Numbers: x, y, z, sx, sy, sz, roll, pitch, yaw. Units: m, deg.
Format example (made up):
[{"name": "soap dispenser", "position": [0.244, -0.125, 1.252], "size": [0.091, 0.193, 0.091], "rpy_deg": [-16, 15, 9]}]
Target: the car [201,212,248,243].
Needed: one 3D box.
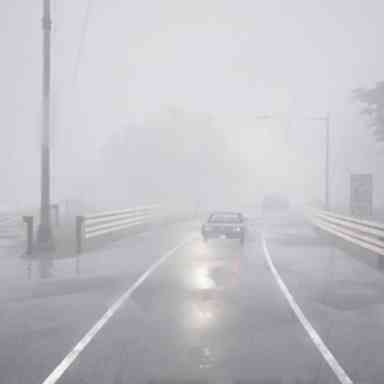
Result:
[{"name": "car", "position": [1.736, 1.606, 16.224], "size": [1.895, 1.301, 4.718], "rpy_deg": [0, 0, 12]}]

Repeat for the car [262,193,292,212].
[{"name": "car", "position": [9.822, 1.270, 38.876], "size": [2.150, 2.045, 5.566], "rpy_deg": [0, 0, 26]}]
